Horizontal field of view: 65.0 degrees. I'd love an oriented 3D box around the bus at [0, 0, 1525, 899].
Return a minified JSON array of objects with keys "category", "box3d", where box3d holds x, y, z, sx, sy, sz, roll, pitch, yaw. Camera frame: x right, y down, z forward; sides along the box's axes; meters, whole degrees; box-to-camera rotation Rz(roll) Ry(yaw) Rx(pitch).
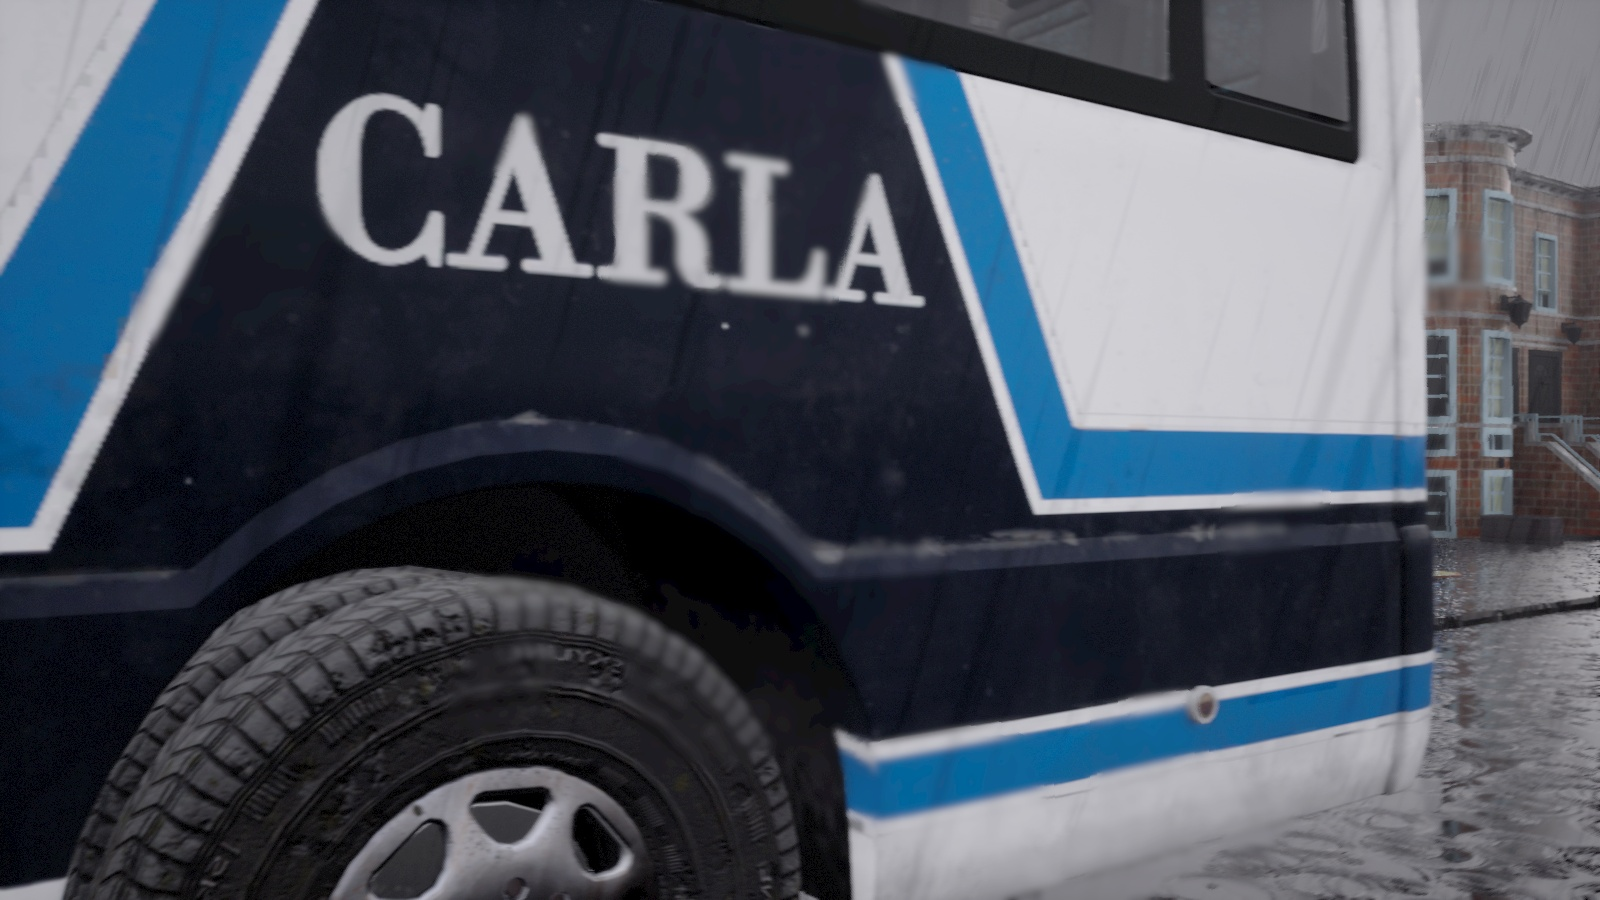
[{"category":"bus","box3d":[-3.546,-0.620,1.808,10.273,4.253,3.944,0,0,-35]}]
